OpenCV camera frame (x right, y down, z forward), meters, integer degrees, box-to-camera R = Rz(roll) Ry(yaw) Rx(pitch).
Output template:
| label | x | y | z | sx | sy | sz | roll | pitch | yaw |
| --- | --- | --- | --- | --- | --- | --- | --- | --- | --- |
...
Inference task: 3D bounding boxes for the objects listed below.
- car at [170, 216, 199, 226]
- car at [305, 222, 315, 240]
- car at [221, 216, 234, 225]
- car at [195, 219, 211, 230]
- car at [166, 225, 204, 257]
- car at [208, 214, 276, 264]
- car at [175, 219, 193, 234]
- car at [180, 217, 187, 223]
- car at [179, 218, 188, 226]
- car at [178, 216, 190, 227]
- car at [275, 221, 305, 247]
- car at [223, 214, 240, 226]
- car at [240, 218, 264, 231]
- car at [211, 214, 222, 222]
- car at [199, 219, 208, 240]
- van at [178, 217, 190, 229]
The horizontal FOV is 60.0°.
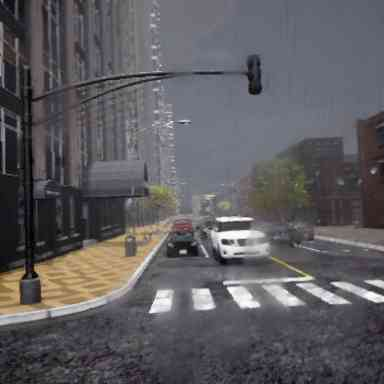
| label | x | y | z | sx | sy | sz | roll | pitch | yaw |
| --- | --- | --- | --- | --- | --- | --- | --- | --- | --- |
| car | -0.804 | 3.369 | 30.106 | 2.192 | 1.841 | 5.009 | -3 | -4 | -2 |
| car | 7.935 | 2.932 | 25.534 | 2.008 | 1.369 | 4.403 | -3 | -4 | -2 |
| car | 6.799 | 5.453 | 64.347 | 1.752 | 1.417 | 4.829 | -3 | -4 | -2 |
| car | 1.512 | 4.657 | 48.064 | 2.033 | 1.411 | 5.357 | -2 | -4 | -1 |
| car | -0.550 | 2.944 | 19.773 | 1.947 | 1.339 | 4.313 | -3 | -4 | -2 |
| car | 2.242 | 2.284 | 16.765 | 2.150 | 2.045 | 5.566 | -2 | -4 | -1 |
| car | -0.993 | 4.213 | 41.143 | 1.967 | 1.590 | 4.097 | -3 | -4 | -2 |
| car | -2.278 | 7.585 | 91.385 | 1.752 | 1.417 | 4.829 | -3 | -4 | -2 |
| car | -1.706 | 6.140 | 69.300 | 1.752 | 1.417 | 4.829 | -3 | -4 | -2 |
| car | -1.579 | 5.580 | 63.961 | 2.192 | 1.841 | 5.009 | -3 | -4 | -2 |
| car | 5.927 | 2.797 | 21.919 | 1.994 | 1.385 | 4.181 | -4 | -4 | 24 |
| car | 6.933 | 4.871 | 58.670 | 2.192 | 1.841 | 5.009 | -3 | -4 | -2 |
| car | 7.407 | 3.973 | 41.359 | 2.008 | 1.369 | 4.403 | -3 | -4 | -2 |
| car | 6.218 | 6.677 | 86.275 | 2.192 | 1.841 | 5.009 | -3 | -4 | -2 |
| car | 1.906 | 3.288 | 30.113 | 2.097 | 1.767 | 4.553 | -2 | -4 | -2 |
| van | -1.292 | 4.884 | 52.918 | 1.690 | 1.788 | 3.998 | -3 | -4 | -2 |
